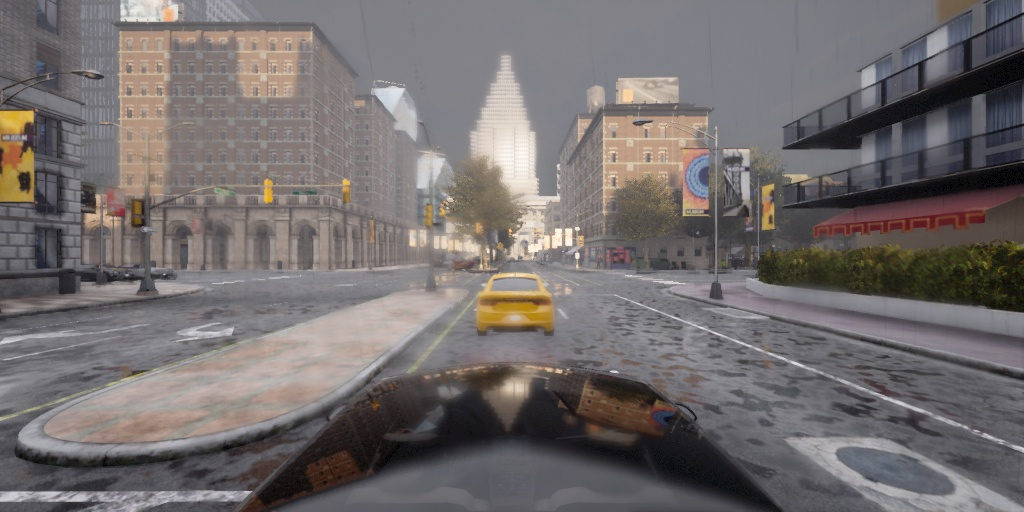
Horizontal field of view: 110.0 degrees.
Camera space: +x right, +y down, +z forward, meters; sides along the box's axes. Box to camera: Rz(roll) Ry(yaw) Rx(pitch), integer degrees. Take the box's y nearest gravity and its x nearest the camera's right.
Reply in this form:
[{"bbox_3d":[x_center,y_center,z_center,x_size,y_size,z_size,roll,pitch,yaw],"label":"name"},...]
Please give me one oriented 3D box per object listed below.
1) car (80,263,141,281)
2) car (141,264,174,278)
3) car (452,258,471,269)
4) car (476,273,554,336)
[{"bbox_3d":[-33.416,1.276,28.953,4.674,1.442,1.812,0,0,0],"label":"car"},{"bbox_3d":[-33.668,1.351,32.451,4.718,1.301,1.895,0,0,0],"label":"car"},{"bbox_3d":[-8.016,1.102,55.618,2.097,1.767,4.553,0,0,0],"label":"car"},{"bbox_3d":[0.092,1.228,10.455,1.882,1.535,5.008,0,0,0],"label":"car"}]
